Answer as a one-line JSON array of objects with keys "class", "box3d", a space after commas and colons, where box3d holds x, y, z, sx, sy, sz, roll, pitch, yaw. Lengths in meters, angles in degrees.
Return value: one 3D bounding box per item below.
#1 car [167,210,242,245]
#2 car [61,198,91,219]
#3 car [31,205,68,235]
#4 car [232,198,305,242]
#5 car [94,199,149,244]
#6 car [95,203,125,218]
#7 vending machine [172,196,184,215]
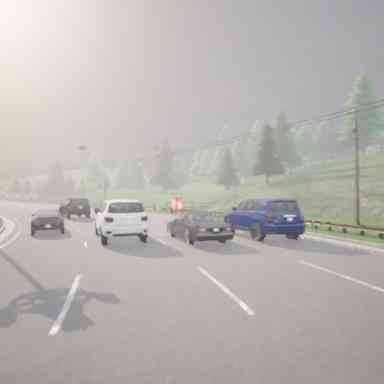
[{"class": "car", "box3d": [0.219, 1.687, 16.445, 2.033, 1.411, 5.357, 0, -1, -19]}, {"class": "car", "box3d": [-11.933, 1.620, 33.815, 2.150, 2.045, 5.566, 0, 0, -32]}, {"class": "car", "box3d": [-9.083, 1.787, 20.992, 1.812, 1.442, 4.674, 0, -1, -23]}, {"class": "car", "box3d": [3.539, 1.339, 17.385, 2.150, 2.045, 5.566, 0, -1, -18]}, {"class": "car", "box3d": [-3.740, 1.402, 17.162, 2.150, 2.045, 5.566, 0, -1, -20]}, {"class": "car", "box3d": [-8.760, 1.906, 35.259, 1.812, 1.442, 4.674, 0, 0, -31]}, {"class": "vending machine", "box3d": [-1.660, 1.539, 38.385, 1.100, 2.100, 0.880, 0, -1, -31]}]
